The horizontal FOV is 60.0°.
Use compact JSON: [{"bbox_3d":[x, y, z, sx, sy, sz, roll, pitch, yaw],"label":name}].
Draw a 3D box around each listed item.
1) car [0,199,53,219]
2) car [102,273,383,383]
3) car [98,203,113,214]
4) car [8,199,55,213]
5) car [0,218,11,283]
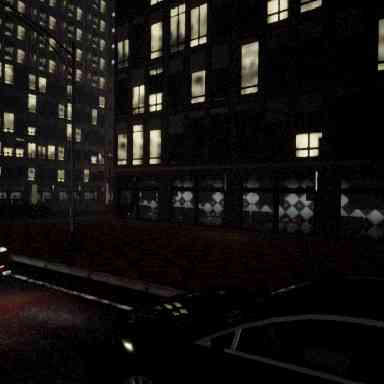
[{"bbox_3d":[-15.663,1.519,30.556,2.192,1.841,5.009,1,0,36],"label":"car"},{"bbox_3d":[1.315,1.491,2.743,4.902,1.511,2.128,0,0,35],"label":"car"},{"bbox_3d":[-8.878,1.829,39.777,1.752,1.417,4.829,1,0,36],"label":"car"},{"bbox_3d":[-19.174,1.642,39.926,1.752,1.417,4.829,1,0,36],"label":"car"},{"bbox_3d":[-6.367,1.487,8.197,4.902,1.511,2.128,0,0,36],"label":"car"}]
